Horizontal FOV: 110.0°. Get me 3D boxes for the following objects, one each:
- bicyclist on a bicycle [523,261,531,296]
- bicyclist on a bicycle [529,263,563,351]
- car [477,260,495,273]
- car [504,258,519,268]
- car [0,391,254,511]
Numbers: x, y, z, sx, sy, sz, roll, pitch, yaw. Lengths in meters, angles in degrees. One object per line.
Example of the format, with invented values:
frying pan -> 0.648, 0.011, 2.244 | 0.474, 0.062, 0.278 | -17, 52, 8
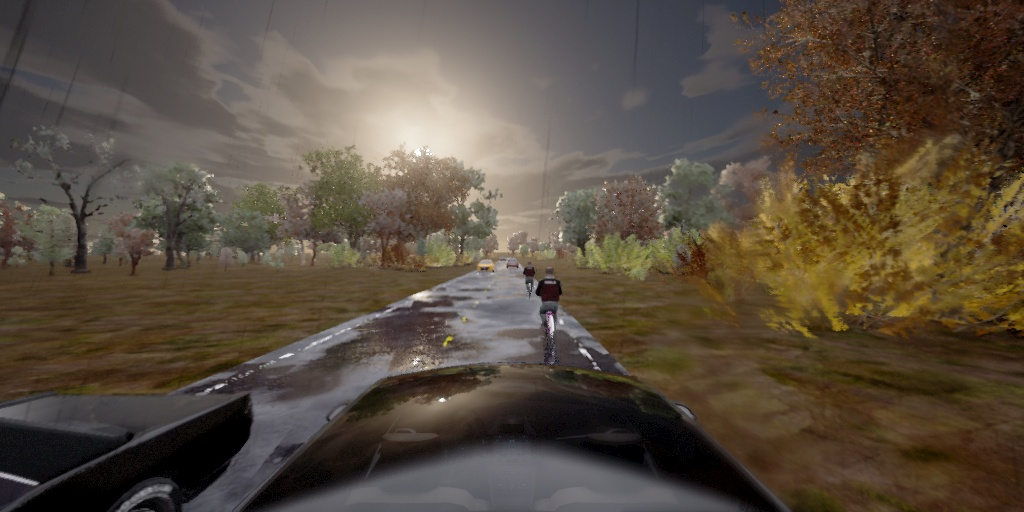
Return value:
bicyclist on a bicycle -> 0.826, 1.118, 17.105 | 0.659, 1.776, 1.843 | 0, 0, 0
bicyclist on a bicycle -> 0.826, 1.120, 8.105 | 0.659, 1.776, 1.843 | 0, 0, 0
car -> -3.099, 1.209, 43.216 | 1.882, 1.535, 5.008 | 0, 0, 0
car -> 0.095, 1.279, 60.067 | 1.994, 1.385, 4.181 | 0, 0, 0
car -> -3.102, 1.351, 0.752 | 1.895, 1.301, 4.718 | 0, 0, 0
